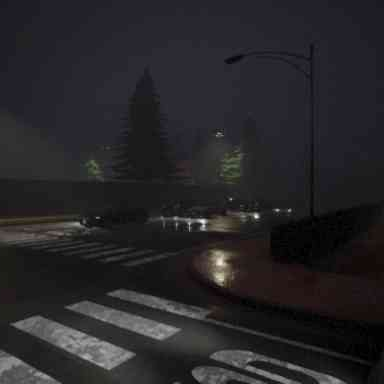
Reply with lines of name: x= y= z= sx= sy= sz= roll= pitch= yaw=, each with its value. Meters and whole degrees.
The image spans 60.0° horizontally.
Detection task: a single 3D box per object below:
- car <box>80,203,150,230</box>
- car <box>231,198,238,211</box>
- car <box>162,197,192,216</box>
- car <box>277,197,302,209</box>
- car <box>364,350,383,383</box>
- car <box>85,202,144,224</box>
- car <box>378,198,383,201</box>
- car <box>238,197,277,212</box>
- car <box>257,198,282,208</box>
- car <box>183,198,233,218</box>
car: x=-4.841 y=1.490 z=21.408 sx=2.128 sy=1.511 sz=4.902 roll=0 pitch=0 yaw=36
car: x=5.082 y=1.489 z=40.819 sx=2.128 sy=1.511 sz=4.902 roll=0 pitch=0 yaw=37
car: x=-0.892 y=1.349 z=32.732 sx=2.097 sy=1.767 sz=4.553 roll=0 pitch=0 yaw=36
car: x=13.636 y=1.475 z=46.174 sx=1.882 sy=1.535 sz=5.008 roll=0 pitch=0 yaw=39
car: x=3.442 y=1.601 z=1.570 sx=4.718 sy=1.301 sz=1.895 roll=0 pitch=0 yaw=37
car: x=-5.929 y=1.561 z=25.851 sx=1.994 sy=1.385 sz=4.181 roll=0 pitch=0 yaw=36
car: x=30.464 y=1.525 z=51.200 sx=4.674 sy=1.442 sz=1.812 roll=1 pitch=0 yaw=-30
car: x=7.558 y=1.350 z=38.278 sx=2.097 sy=1.767 sz=4.553 roll=0 pitch=0 yaw=37
car: x=11.396 y=1.561 z=48.938 sx=1.994 sy=1.385 sz=4.181 roll=0 pitch=0 yaw=39
car: x=1.512 y=1.523 z=30.098 sx=1.812 sy=1.442 sz=4.674 roll=0 pitch=0 yaw=36
